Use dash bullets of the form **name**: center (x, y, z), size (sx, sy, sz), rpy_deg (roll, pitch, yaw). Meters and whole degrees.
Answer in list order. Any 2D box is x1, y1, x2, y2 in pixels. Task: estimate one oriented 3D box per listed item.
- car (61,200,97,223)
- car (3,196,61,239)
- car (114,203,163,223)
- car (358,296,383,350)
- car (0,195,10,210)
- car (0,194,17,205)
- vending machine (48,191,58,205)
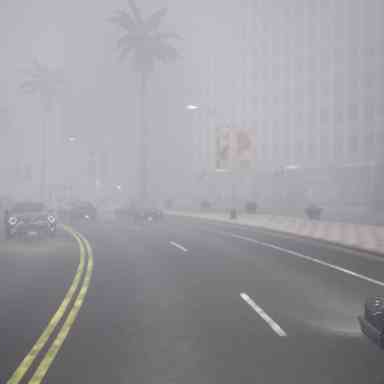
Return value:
- **car**: center (-8.372, 1.355, 23.952), size (1.837, 1.490, 4.892), rpy_deg (0, 0, -36)
- **car**: center (-8.169, 1.251, 16.755), size (2.097, 1.767, 4.553), rpy_deg (0, 0, -30)
- **car**: center (-3.958, 1.443, 23.797), size (1.895, 1.301, 4.718), rpy_deg (0, 0, -33)
- **car**: center (3.392, 1.524, 2.209), size (2.033, 1.411, 5.357), rpy_deg (0, 0, -4)
- **car**: center (-21.201, 1.143, 36.359), size (4.553, 1.767, 2.097), rpy_deg (0, 1, 41)
- **car**: center (-29.515, 1.181, 51.903), size (4.892, 1.521, 2.231), rpy_deg (0, 1, 40)
- **vending machine**: center (-21.041, 0.888, 50.393), size (0.880, 2.100, 1.100), rpy_deg (0, 1, 40)
